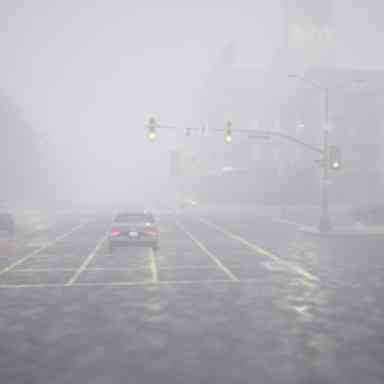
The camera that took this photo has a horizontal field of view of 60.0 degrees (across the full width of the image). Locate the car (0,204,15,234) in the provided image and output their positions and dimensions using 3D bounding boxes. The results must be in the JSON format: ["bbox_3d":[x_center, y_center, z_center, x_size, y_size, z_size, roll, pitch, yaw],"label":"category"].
[{"bbox_3d":[-10.158,1.283,16.461,1.812,1.442,4.674,1,0,-41],"label":"car"}]

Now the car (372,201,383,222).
[{"bbox_3d":[15.738,1.560,23.566,4.674,1.442,1.812,1,0,-8],"label":"car"}]

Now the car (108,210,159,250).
[{"bbox_3d":[-2.321,1.423,13.575,2.033,1.411,5.357,1,0,-8],"label":"car"}]

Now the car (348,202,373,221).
[{"bbox_3d":[15.237,1.509,27.023,4.892,1.490,1.837,1,0,-8],"label":"car"}]
